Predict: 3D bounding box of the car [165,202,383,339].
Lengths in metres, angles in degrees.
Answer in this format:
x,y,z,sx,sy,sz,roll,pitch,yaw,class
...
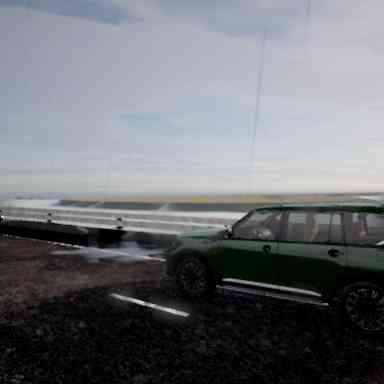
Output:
x,y,z,sx,sy,sz,roll,pitch,yaw,class
2.048,1.227,6.822,5.566,2.045,2.150,0,0,35,car
